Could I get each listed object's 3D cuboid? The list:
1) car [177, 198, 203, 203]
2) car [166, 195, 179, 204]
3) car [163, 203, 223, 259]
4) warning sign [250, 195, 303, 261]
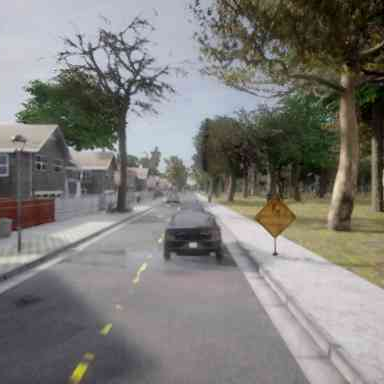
[{"bbox_3d":[0.021,1.341,28.347,1.994,1.385,4.181,0,0,0],"label":"car"},{"bbox_3d":[-2.914,1.154,51.369,2.033,1.411,5.357,0,0,0],"label":"car"},{"bbox_3d":[0.043,1.380,12.149,1.882,1.535,5.008,0,0,0],"label":"car"},{"bbox_3d":[2.503,1.034,10.023,1.300,1.860,1.060,0,1,0],"label":"warning sign"}]
